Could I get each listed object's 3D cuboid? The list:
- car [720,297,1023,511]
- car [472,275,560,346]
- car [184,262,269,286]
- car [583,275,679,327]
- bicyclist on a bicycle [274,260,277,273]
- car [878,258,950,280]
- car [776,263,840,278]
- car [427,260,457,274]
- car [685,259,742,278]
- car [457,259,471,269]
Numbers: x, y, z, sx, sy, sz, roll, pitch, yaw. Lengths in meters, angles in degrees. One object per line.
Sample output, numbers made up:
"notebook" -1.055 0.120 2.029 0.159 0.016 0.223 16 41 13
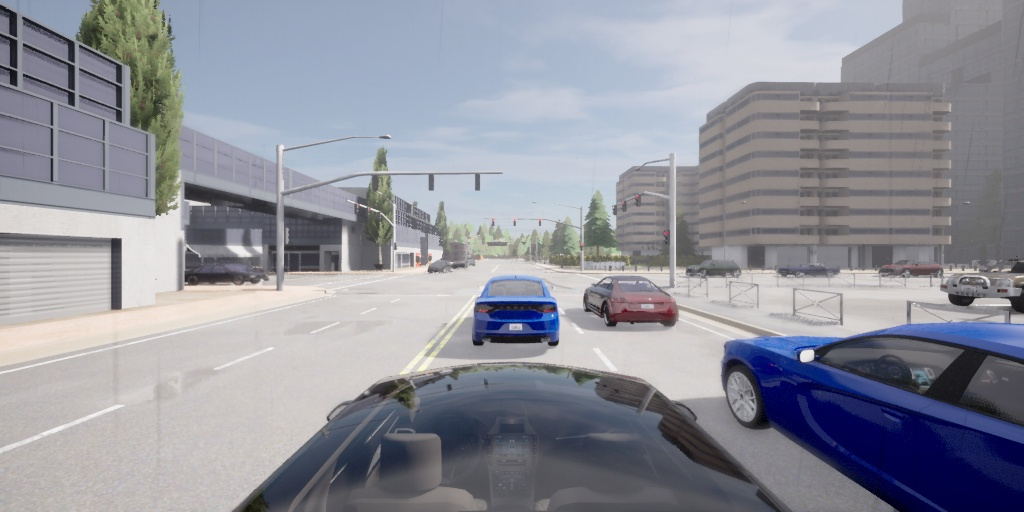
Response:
"car" 3.603 1.228 2.594 1.882 1.535 5.008 0 0 0
"car" 0.095 1.228 9.446 1.882 1.535 5.008 0 0 0
"car" -19.937 1.297 24.758 5.357 1.411 2.033 0 0 -1
"car" 3.603 1.314 11.578 1.994 1.385 4.181 0 0 0
"bicyclist on a bicycle" -25.837 1.053 39.663 0.582 1.620 1.656 0 0 -1
"car" 37.472 1.102 33.781 4.553 1.767 2.097 0 0 -1
"car" 27.676 1.351 33.595 4.718 1.301 1.895 0 0 -1
"car" -8.150 1.256 41.135 1.837 1.490 4.892 1 0 7
"car" 18.689 1.102 33.411 4.553 1.767 2.097 0 0 -1
"car" -7.963 1.351 55.570 1.895 1.301 4.718 0 0 -1
